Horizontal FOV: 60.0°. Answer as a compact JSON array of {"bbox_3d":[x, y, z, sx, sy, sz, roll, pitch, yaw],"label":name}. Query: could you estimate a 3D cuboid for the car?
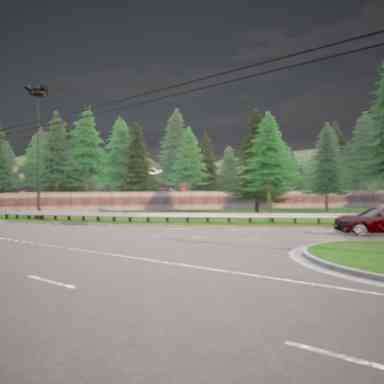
[{"bbox_3d":[10.151,1.494,17.497,5.008,1.535,1.882,-1,0,5],"label":"car"}]
